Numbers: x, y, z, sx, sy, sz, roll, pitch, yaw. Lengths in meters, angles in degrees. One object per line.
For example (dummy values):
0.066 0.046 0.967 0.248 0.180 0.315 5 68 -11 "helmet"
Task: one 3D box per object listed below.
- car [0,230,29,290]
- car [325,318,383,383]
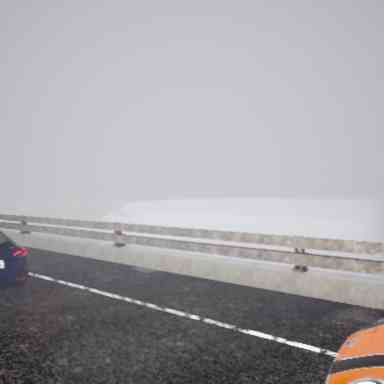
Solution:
-5.873 1.536 8.096 4.792 1.488 2.163 0 0 36 "car"
3.048 1.348 1.692 4.553 1.767 2.097 0 0 35 "car"
